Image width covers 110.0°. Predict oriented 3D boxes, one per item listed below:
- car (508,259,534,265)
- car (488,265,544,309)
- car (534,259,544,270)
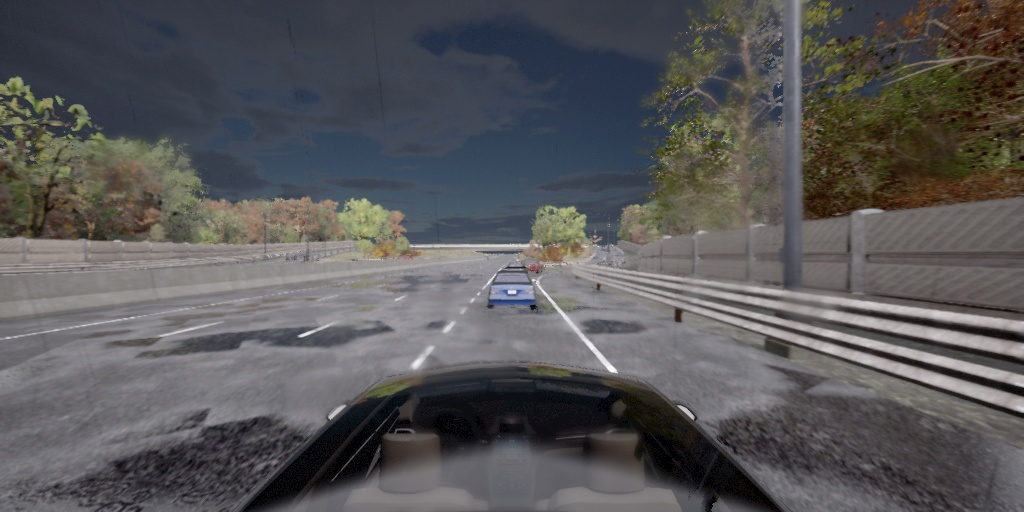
[{"bbox_3d":[0.469,1.233,29.547,2.128,1.511,4.902,0,0,5],"label":"car"},{"bbox_3d":[0.004,1.292,14.922,2.033,1.411,5.357,0,0,0],"label":"car"},{"bbox_3d":[2.417,1.143,41.314,2.097,1.767,4.553,3,1,13],"label":"car"}]
